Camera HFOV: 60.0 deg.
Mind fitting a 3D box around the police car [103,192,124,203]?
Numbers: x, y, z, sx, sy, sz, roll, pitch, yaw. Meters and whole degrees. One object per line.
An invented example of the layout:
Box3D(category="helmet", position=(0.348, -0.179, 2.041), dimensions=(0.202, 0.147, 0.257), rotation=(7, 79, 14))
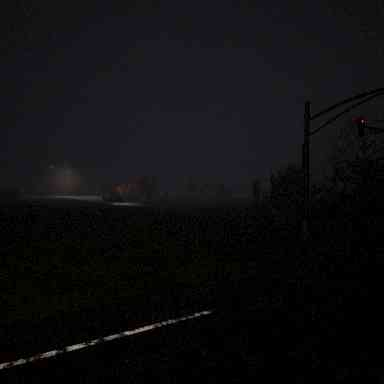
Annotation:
Box3D(category="police car", position=(-11.780, 0.822, 49.808), dimensions=(2.038, 1.542, 4.974), rotation=(1, 0, -32))
